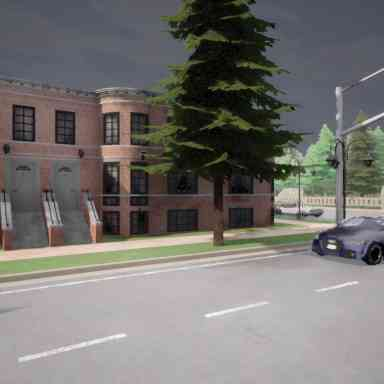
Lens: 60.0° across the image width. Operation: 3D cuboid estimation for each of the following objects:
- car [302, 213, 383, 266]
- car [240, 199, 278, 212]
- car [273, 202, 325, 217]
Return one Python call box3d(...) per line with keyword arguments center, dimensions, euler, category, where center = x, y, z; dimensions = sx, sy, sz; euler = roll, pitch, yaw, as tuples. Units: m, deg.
box3d(center=(6.179, 1.564, 11.604), dimensions=(4.181, 1.385, 1.994), euler=(0, 0, -30), category="car")
box3d(center=(7.935, 1.601, 39.778), dimensions=(1.895, 1.301, 4.718), euler=(0, 0, -30), category="car")
box3d(center=(9.507, 1.601, 30.047), dimensions=(1.895, 1.301, 4.718), euler=(0, 0, -30), category="car")
